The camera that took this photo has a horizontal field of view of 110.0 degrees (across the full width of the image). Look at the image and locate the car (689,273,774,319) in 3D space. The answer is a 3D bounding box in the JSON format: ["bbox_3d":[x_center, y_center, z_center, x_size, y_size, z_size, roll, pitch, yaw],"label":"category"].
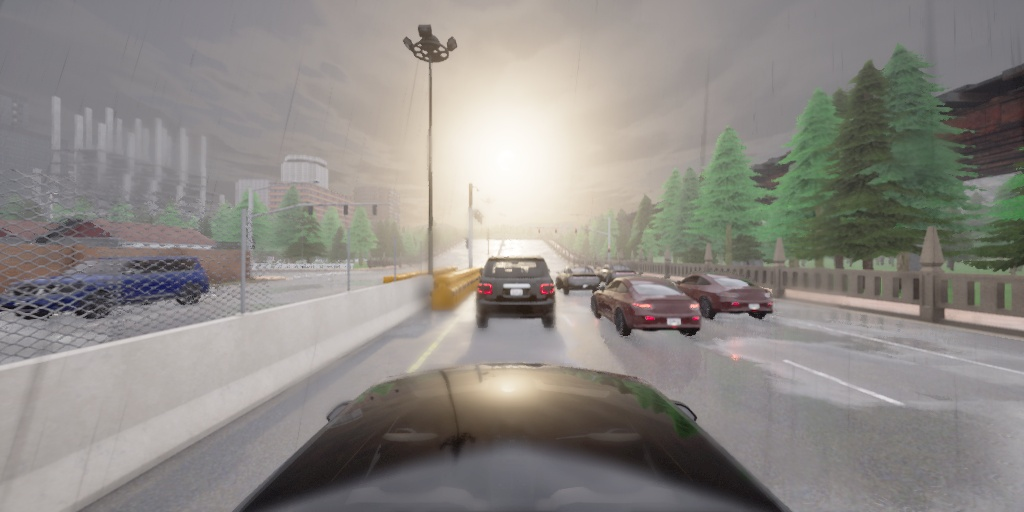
[{"bbox_3d":[7.091,1.312,12.824,1.812,1.442,4.674,0,0,0],"label":"car"}]

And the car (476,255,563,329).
[{"bbox_3d":[0.102,1.002,11.497,2.150,2.045,5.566,0,0,0],"label":"car"}]

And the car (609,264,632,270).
[{"bbox_3d":[7.102,1.318,24.803,2.128,1.511,4.902,0,0,0],"label":"car"}]

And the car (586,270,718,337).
[{"bbox_3d":[3.603,1.304,10.262,1.812,1.442,4.674,0,0,0],"label":"car"}]

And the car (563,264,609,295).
[{"bbox_3d":[3.603,1.302,20.101,2.128,1.511,4.902,0,0,0],"label":"car"}]

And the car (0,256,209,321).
[{"bbox_3d":[-14.093,1.009,13.044,2.150,2.045,5.566,0,0,0],"label":"car"}]
